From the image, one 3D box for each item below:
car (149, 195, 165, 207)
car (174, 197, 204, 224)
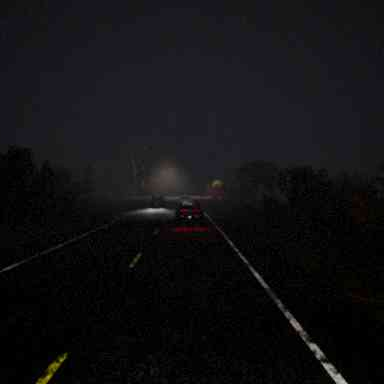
[{"bbox_3d":[-4.534,1.216,44.012,2.128,1.511,4.902,0,0,-3],"label":"car"},{"bbox_3d":[-0.201,1.354,23.207,2.128,1.511,4.902,0,0,-1],"label":"car"}]
